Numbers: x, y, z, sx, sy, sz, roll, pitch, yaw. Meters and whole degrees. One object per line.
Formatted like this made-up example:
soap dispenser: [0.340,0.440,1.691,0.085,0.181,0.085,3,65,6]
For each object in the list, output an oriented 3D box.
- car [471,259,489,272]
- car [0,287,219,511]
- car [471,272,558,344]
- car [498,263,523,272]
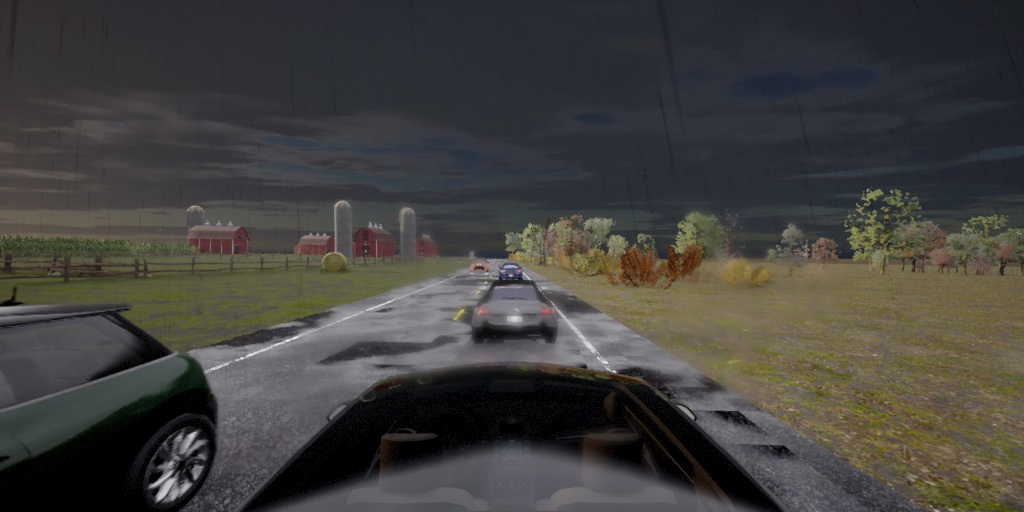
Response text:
car: [-3.955,1.148,45.116,2.097,1.767,4.553,0,0,-1]
car: [-3.602,1.104,1.176,2.097,1.767,4.553,0,0,0]
car: [0.058,1.313,9.640,1.994,1.385,4.181,0,0,0]
car: [-0.117,1.274,29.033,1.812,1.442,4.674,0,0,-1]
